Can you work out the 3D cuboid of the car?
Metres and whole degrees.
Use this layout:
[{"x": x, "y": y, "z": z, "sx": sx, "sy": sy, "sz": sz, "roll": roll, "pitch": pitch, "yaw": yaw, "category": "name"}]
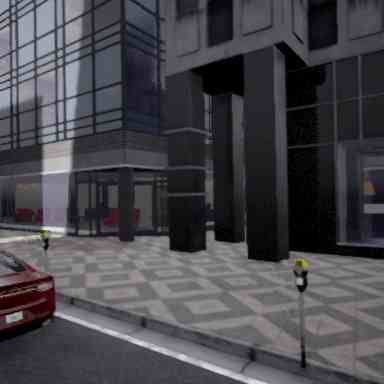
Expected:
[{"x": -4.259, "y": 1.620, "z": 5.894, "sx": 4.507, "sy": 1.381, "sz": 1.887, "roll": -1, "pitch": -1, "yaw": 35, "category": "car"}]
